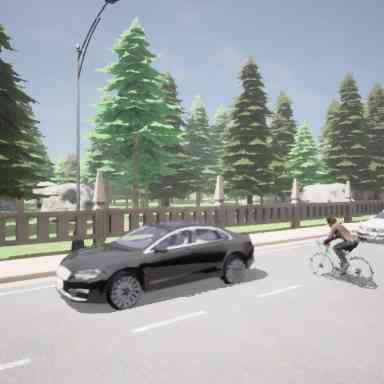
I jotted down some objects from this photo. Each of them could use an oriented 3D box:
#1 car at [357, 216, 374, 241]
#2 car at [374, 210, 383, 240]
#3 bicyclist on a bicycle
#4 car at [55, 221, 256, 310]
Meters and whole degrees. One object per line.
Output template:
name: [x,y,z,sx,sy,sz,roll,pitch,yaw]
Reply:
car: [9.569,1.526,15.479,4.674,1.442,1.812,0,0,-36]
car: [7.486,1.352,9.590,4.553,1.767,2.097,0,0,-37]
bicyclist on a bicycle: [3.662,1.455,8.319,0.582,1.620,1.656,0,-2,-37]
car: [-0.605,1.491,7.925,4.902,1.511,2.128,0,0,-37]
